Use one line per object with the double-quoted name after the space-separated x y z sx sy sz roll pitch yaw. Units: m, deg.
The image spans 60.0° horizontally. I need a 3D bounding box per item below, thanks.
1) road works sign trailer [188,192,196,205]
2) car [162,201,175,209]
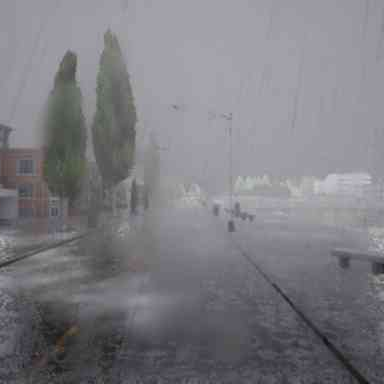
-0.020 1.620 90.660 2.380 3.560 2.880 0 -1 0 "road works sign trailer"
-4.059 2.311 58.632 1.994 1.385 4.181 0 -1 1 "car"
